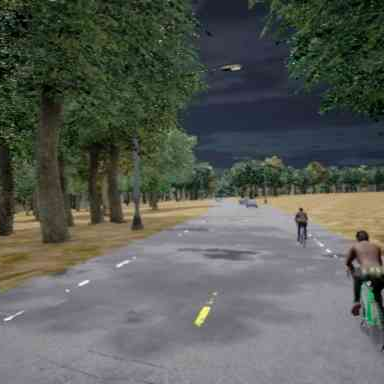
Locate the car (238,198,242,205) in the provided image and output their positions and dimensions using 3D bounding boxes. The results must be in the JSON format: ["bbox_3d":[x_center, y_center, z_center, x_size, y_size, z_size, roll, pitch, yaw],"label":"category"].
[{"bbox_3d":[11.286,2.137,73.051,2.128,1.511,4.902,-1,-1,3],"label":"car"}]

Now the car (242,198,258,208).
[{"bbox_3d":[10.196,1.961,57.274,2.033,1.411,5.357,-1,-1,5],"label":"car"}]

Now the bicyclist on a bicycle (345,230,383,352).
[{"bbox_3d":[2.707,1.437,5.173,0.582,1.620,1.656,-1,-1,13],"label":"bicyclist on a bicycle"}]

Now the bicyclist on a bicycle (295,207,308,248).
[{"bbox_3d":[4.615,1.478,13.972,0.582,1.620,1.656,-1,-1,12],"label":"bicyclist on a bicycle"}]
